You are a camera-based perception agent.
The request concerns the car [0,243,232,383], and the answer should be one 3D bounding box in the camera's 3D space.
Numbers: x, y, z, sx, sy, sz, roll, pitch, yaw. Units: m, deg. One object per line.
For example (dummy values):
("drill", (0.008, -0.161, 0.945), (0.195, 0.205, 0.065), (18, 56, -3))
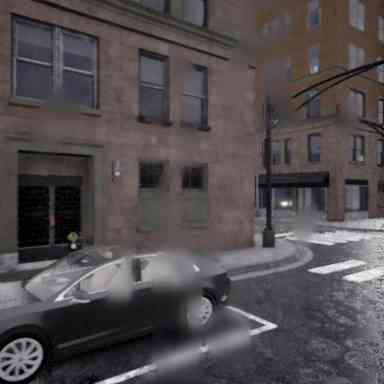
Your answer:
("car", (-1.347, 1.555, 5.227), (4.403, 1.369, 2.008), (0, 0, -35))
